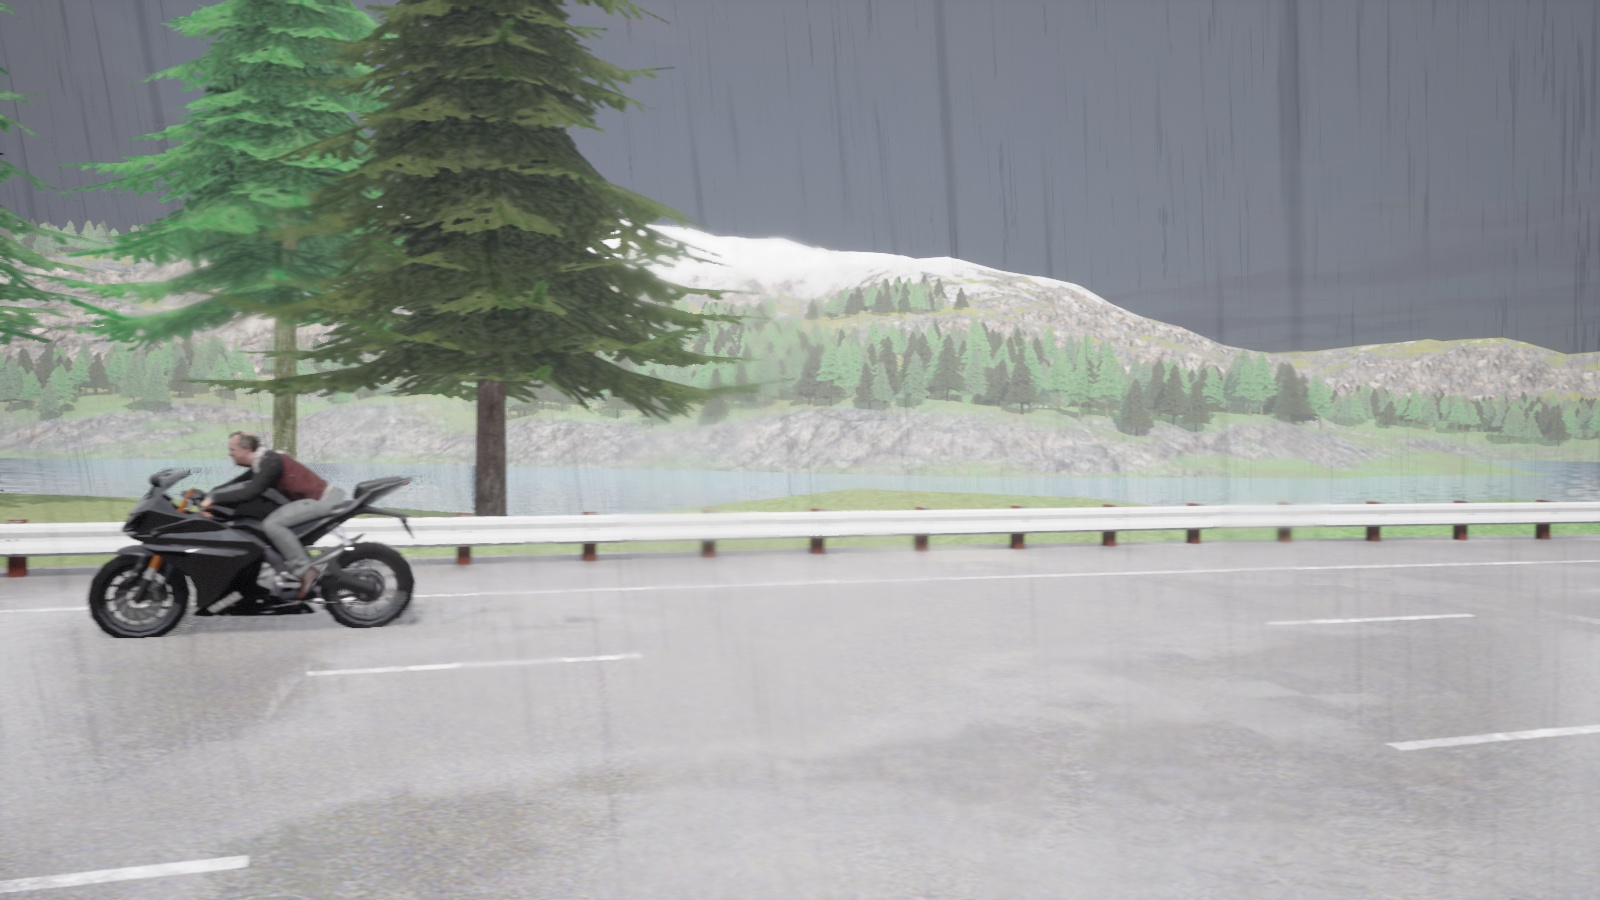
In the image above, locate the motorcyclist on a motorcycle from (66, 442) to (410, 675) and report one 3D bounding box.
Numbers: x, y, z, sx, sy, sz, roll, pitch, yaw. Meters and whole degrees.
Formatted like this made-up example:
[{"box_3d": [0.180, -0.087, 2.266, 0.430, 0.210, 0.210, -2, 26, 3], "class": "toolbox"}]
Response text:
[{"box_3d": [-4.065, 0.725, 9.257, 2.191, 1.530, 0.866, -1, 2, -21], "class": "motorcyclist on a motorcycle"}]
